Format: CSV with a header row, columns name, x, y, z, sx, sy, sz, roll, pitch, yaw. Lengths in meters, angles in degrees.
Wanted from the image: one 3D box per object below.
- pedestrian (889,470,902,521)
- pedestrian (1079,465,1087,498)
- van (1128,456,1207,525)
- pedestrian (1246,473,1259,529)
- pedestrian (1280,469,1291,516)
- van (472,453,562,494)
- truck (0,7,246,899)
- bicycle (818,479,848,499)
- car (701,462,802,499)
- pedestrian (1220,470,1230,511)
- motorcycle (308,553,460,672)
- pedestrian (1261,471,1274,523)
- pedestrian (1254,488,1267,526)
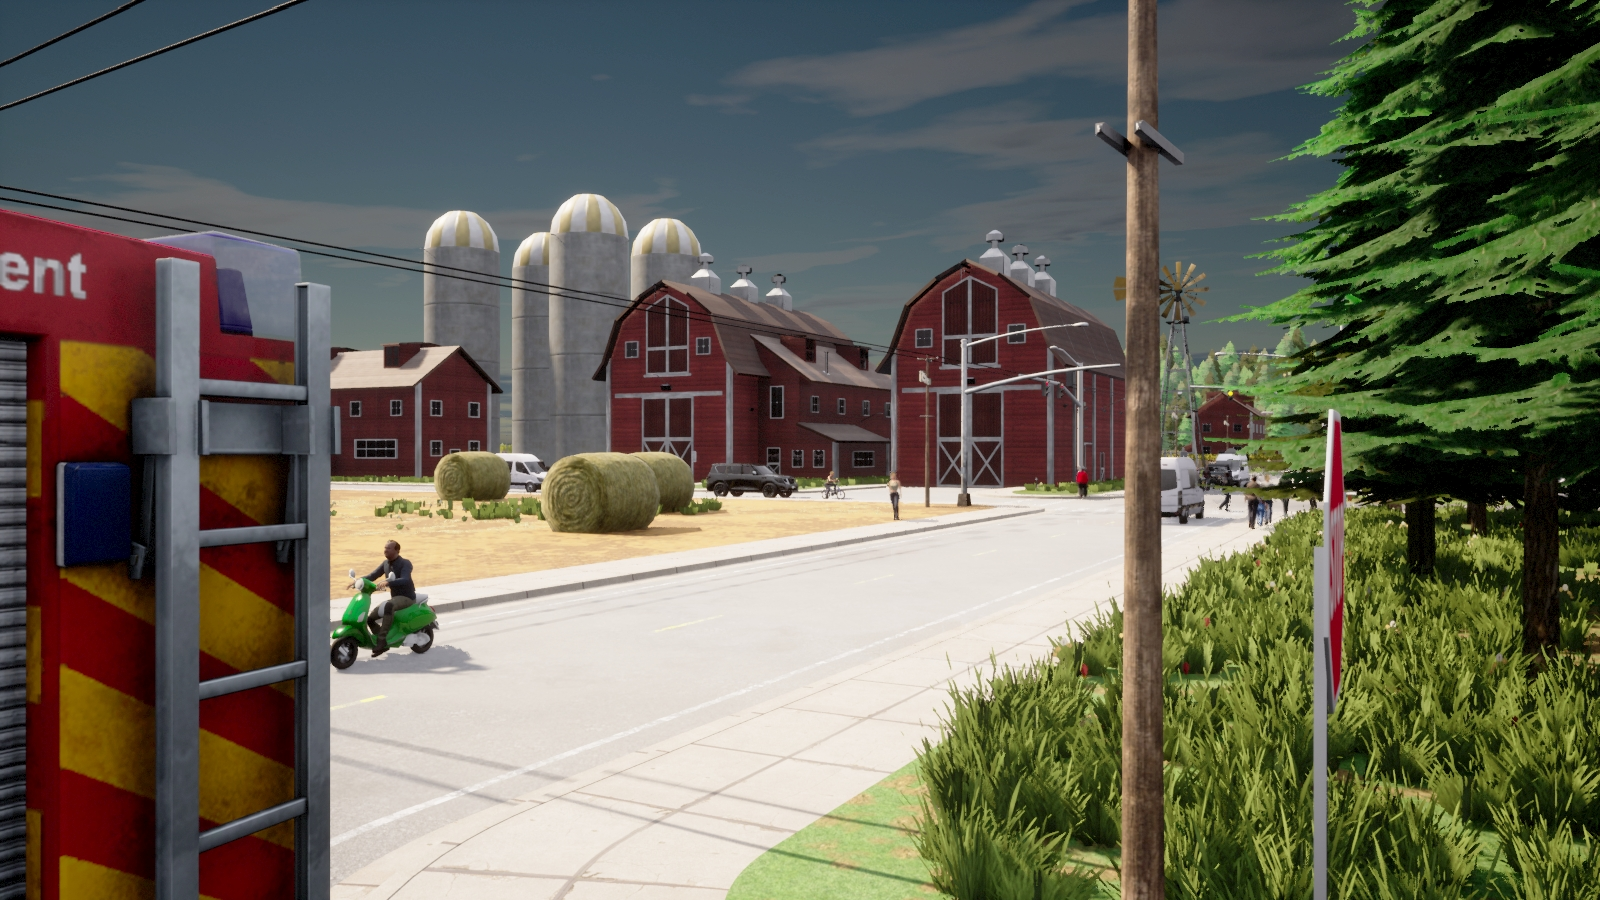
name,x,y,z,sx,sy,sz,roll,pitch,yaw
pedestrian,3.577,1.693,42.735,0.375,1.860,0.375,0,0,25
pedestrian,16.098,1.808,65.024,0.375,1.860,0.375,0,0,31
van,14.869,1.534,45.951,1.988,2.561,5.915,0,0,28
pedestrian,15.170,1.695,38.284,0.375,1.860,0.375,0,0,28
pedestrian,19.266,1.694,45.356,0.375,1.860,0.375,0,0,16
van,-18.653,1.495,75.246,5.915,2.561,1.988,0,1,27
truck,-6.107,0.866,3.608,8.468,3.827,2.891,0,0,22
bicycle,1.881,2.220,64.671,1.487,1.080,0.859,0,0,27
car,-2.848,1.753,67.108,5.566,2.045,2.150,0,0,27
pedestrian,19.304,1.840,51.908,0.375,1.860,0.375,0,0,14
motorcycle,-5.564,2.142,15.393,0.856,1.316,1.805,0,0,28
pedestrian,16.864,1.694,41.217,0.375,1.860,0.375,0,0,30
pedestrian,16.055,1.976,39.838,0.375,1.300,0.375,0,0,30
